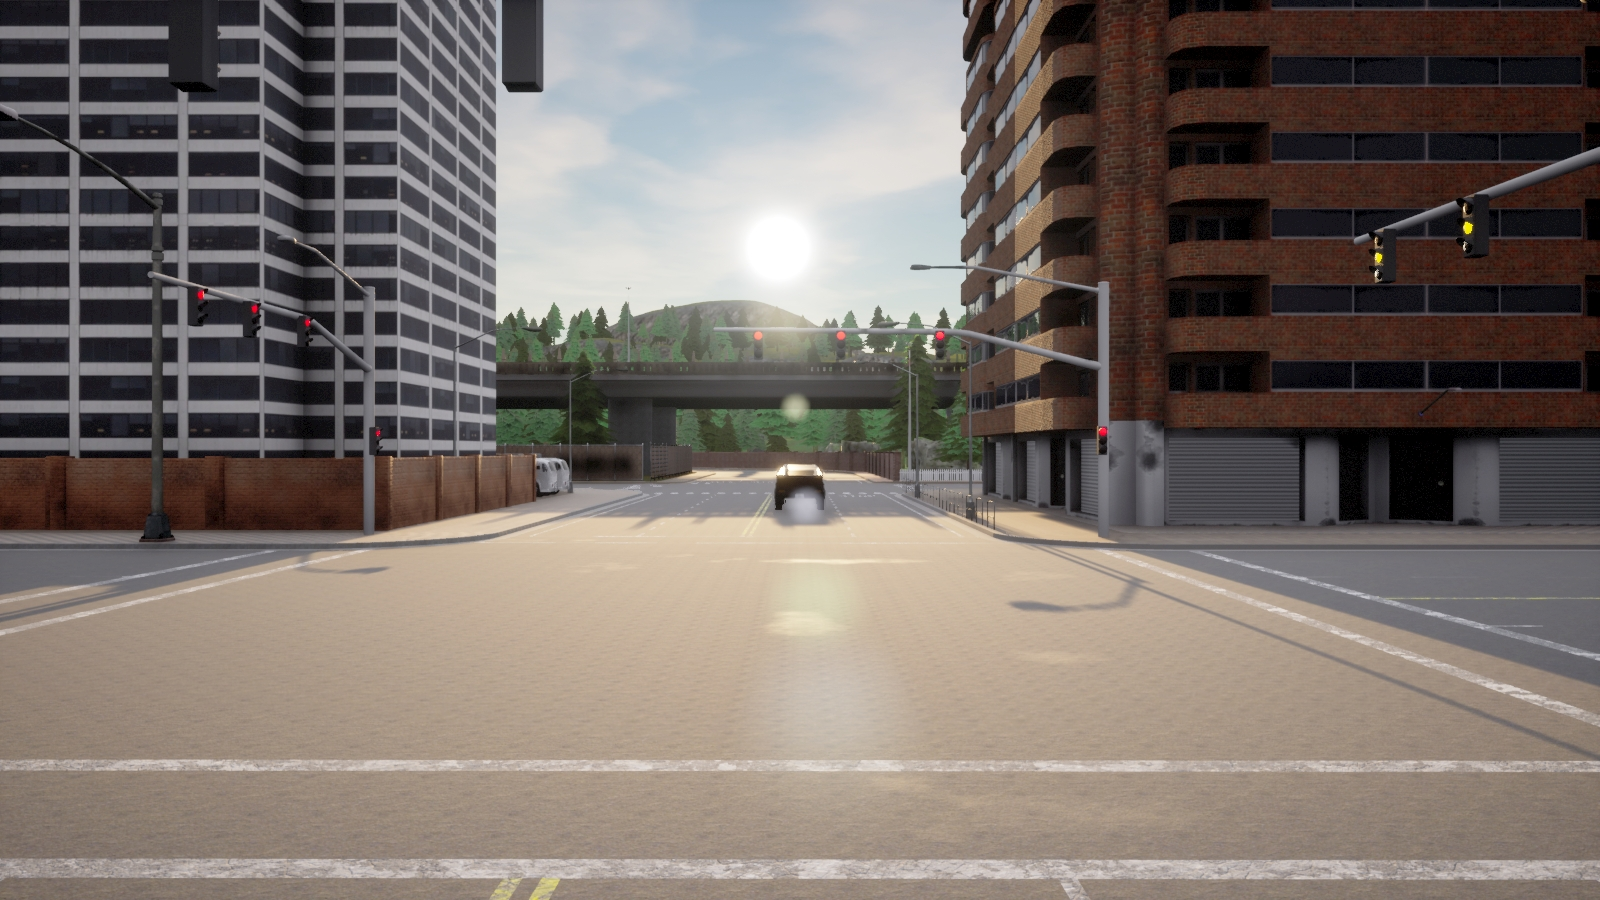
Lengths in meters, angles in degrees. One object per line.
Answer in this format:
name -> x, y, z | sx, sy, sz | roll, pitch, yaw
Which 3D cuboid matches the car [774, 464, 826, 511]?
car -> -0.009, 1.750, 55.529 | 2.390, 2.098, 6.274 | 0, 0, 0
